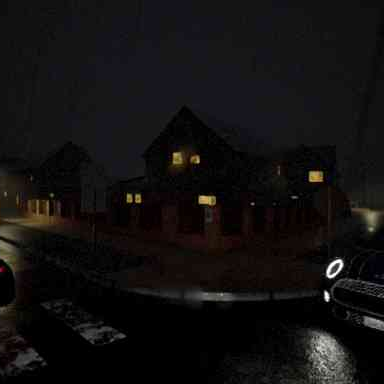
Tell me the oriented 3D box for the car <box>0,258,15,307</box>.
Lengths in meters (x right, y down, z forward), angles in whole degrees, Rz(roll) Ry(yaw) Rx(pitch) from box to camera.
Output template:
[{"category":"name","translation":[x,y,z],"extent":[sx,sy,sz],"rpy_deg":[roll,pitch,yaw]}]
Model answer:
[{"category":"car","translation":[-5.303,1.586,6.989],"extent":[1.994,1.385,4.181],"rpy_deg":[-2,1,-44]}]

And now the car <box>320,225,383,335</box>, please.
[{"category":"car","translation":[4.347,1.313,6.208],"extent":[4.553,1.767,2.097],"rpy_deg":[1,0,-40]}]
